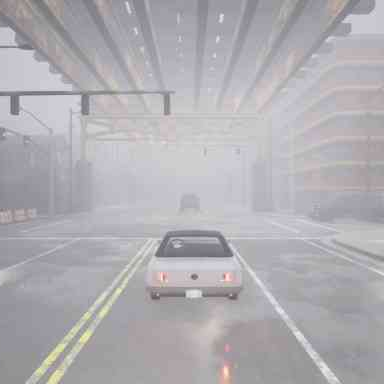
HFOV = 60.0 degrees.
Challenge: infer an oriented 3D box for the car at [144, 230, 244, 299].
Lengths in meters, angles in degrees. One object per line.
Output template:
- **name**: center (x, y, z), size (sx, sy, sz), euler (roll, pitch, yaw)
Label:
- **car**: center (0.046, 1.601, 8.390), size (1.895, 1.301, 4.718), euler (0, 0, 0)

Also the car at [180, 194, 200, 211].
- **car**: center (-0.232, 1.221, 40.586), size (2.150, 2.045, 5.566), euler (0, 0, 2)

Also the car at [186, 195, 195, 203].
- **car**: center (-0.271, 1.437, 67.992), size (1.837, 1.490, 4.892), euler (0, 1, 0)

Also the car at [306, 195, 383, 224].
- **car**: center (11.377, 1.223, 24.598), size (5.566, 2.045, 2.150), euler (0, 0, -1)

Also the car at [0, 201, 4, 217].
- **car**: center (-16.912, 1.295, 25.029), size (4.536, 1.218, 1.853), euler (0, 0, -20)

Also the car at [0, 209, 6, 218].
- **car**: center (-16.863, 1.453, 25.047), size (4.974, 1.542, 2.038), euler (0, 0, -20)
